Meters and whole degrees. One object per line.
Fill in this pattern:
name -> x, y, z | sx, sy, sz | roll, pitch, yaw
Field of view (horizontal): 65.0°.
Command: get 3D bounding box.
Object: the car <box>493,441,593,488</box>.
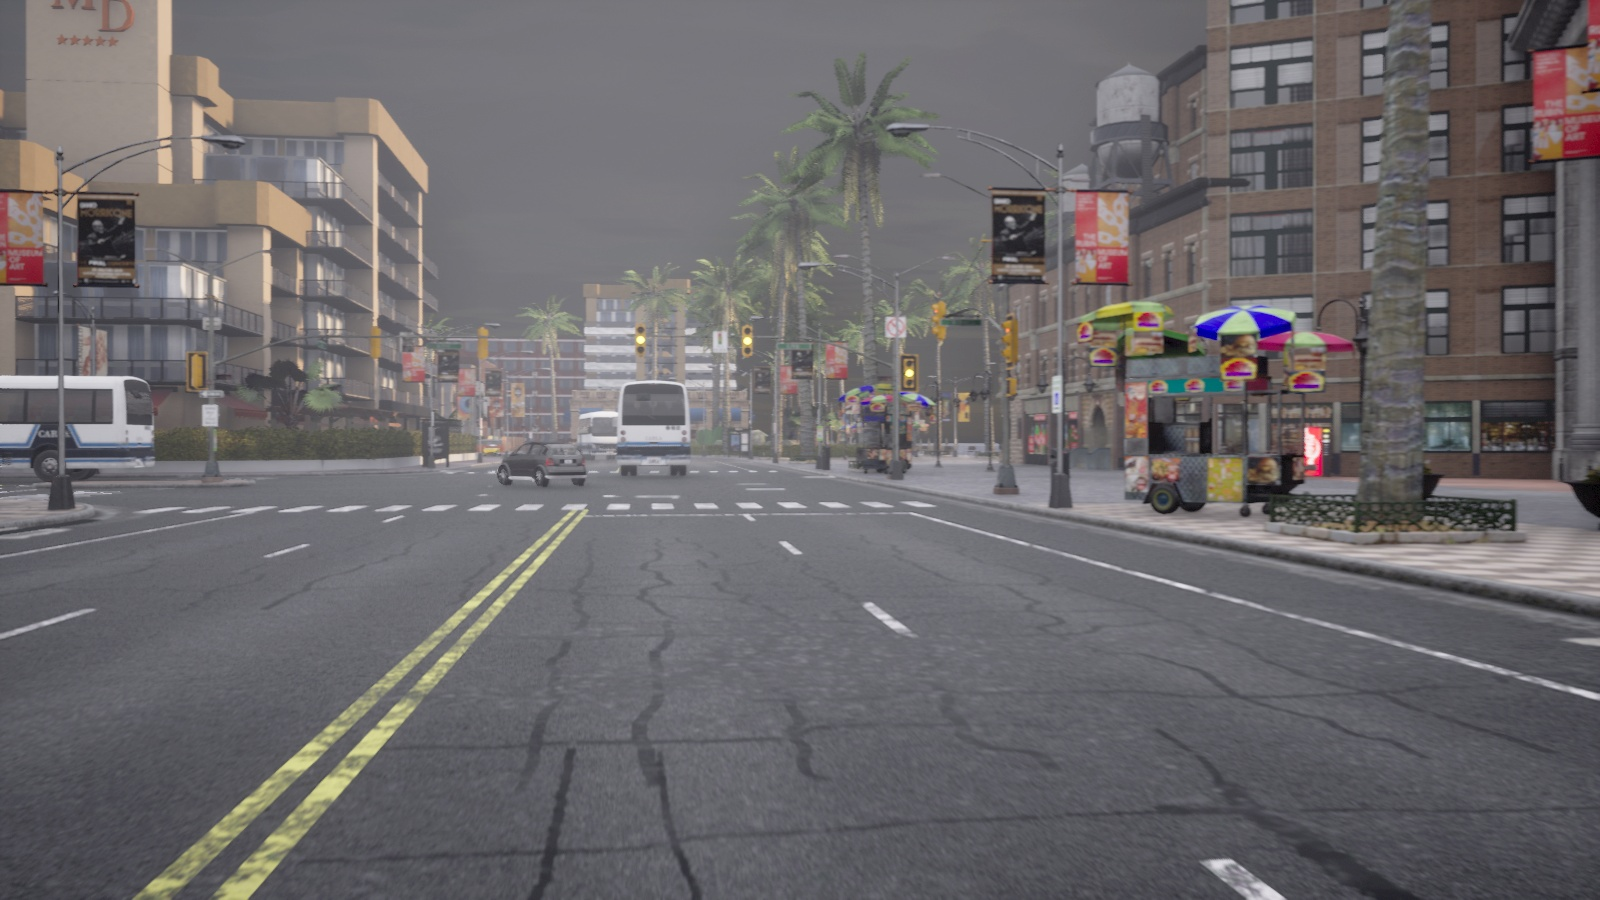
car -> -9.038, 0.478, 43.989 | 1.789, 1.549, 3.705 | 0, 0, -42

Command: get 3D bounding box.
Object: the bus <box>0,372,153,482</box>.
bus -> -32.198, -0.909, 50.472 | 10.273, 4.253, 3.944 | 0, 0, -7

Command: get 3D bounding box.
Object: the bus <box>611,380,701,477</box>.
bus -> -6.967, -0.970, 60.468 | 3.944, 4.253, 10.273 | 0, 0, -7
